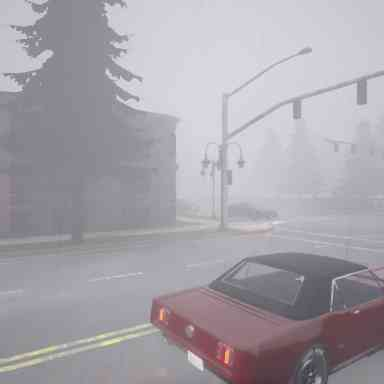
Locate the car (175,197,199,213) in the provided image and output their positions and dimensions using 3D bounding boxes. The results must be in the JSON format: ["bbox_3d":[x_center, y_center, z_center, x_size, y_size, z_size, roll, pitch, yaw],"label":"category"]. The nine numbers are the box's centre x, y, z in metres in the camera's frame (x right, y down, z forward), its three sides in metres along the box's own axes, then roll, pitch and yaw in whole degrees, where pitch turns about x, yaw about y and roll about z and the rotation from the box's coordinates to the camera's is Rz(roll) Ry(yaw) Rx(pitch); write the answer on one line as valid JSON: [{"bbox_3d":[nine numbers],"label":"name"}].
[{"bbox_3d":[-1.108,1.492,37.117,2.128,1.511,4.902,0,0,-33],"label":"car"}]

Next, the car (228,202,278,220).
[{"bbox_3d":[4.740,1.547,28.220,2.033,1.411,5.357,0,0,-33],"label":"car"}]

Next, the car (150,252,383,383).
[{"bbox_3d":[1.881,1.601,4.976,4.718,1.301,1.895,0,0,-34],"label":"car"}]

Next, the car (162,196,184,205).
[{"bbox_3d":[-3.420,1.526,60.039,1.812,1.442,4.674,0,0,-33],"label":"car"}]
